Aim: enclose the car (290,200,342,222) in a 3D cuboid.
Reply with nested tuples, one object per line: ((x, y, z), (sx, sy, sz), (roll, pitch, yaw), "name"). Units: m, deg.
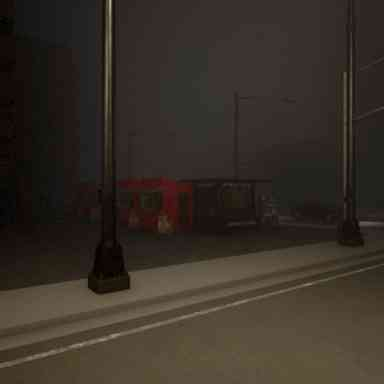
((10.499, 1.612, 27.588), (1.837, 1.490, 4.892), (0, -1, -36), "car")

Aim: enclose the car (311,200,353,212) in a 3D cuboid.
((17.560, 1.722, 41.932), (1.812, 1.442, 4.674), (0, -1, -36), "car")
